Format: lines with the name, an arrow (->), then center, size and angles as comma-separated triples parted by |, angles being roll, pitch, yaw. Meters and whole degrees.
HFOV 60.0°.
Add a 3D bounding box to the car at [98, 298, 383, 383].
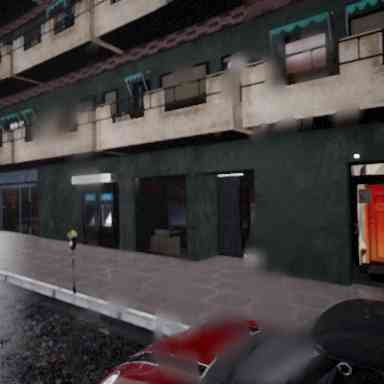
car -> 1.118, 1.440, 1.958 | 4.097, 1.590, 1.967 | 0, -2, 36
